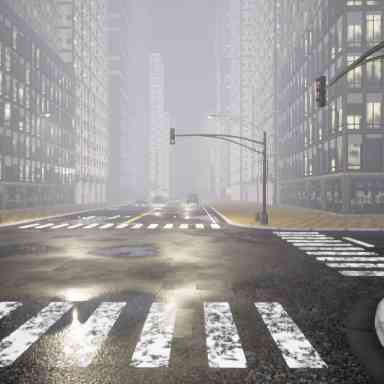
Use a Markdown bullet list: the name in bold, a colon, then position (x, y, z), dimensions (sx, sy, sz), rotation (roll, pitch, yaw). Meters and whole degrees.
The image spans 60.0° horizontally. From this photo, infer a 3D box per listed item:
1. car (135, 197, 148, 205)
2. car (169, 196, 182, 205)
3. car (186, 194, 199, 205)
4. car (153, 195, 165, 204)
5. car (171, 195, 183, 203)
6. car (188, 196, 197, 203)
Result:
- **car**: position (-9.631, 1.663, 64.296), dimensions (2.033, 1.411, 5.357), rotation (0, 0, 0)
- **car**: position (-3.139, 1.702, 60.146), dimensions (1.895, 1.301, 4.718), rotation (0, 0, 0)
- **car**: position (0.111, 1.322, 60.142), dimensions (2.150, 2.045, 5.566), rotation (0, 0, 0)
- **car**: position (-6.381, 1.468, 64.321), dimensions (2.097, 1.767, 4.553), rotation (0, 0, 0)
- **car**: position (-3.121, 1.495, 70.118), dimensions (2.128, 1.511, 4.902), rotation (0, 0, 0)
- **car**: position (0.130, 1.540, 70.529), dimensions (1.994, 1.385, 4.181), rotation (0, 0, 0)
